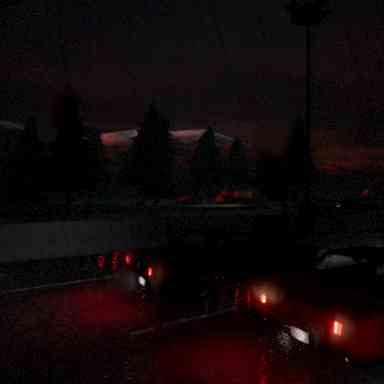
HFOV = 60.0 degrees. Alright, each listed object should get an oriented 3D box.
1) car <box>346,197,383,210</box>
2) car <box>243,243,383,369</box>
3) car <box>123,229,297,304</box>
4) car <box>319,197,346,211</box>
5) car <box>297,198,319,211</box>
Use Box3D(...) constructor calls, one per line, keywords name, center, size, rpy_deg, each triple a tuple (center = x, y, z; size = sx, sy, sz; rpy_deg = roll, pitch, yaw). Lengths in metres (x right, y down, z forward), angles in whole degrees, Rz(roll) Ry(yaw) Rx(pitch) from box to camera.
Box3D(name="car", center=(16.559, 1.055, 29.674), size=(4.674, 1.442, 1.812), rpy_deg=(0, 0, -19))
Box3D(name="car", center=(3.350, 1.584, 5.439), size=(4.718, 1.301, 1.895), rpy_deg=(0, 0, -29))
Box3D(name="car", center=(0.881, 1.567, 8.035), size=(4.718, 1.301, 1.895), rpy_deg=(0, 0, -30))
Box3D(name="car", center=(15.466, 1.254, 33.001), size=(4.553, 1.767, 2.097), rpy_deg=(0, 0, -19))
Box3D(name="car", center=(13.841, 1.360, 36.152), size=(5.008, 1.535, 1.882), rpy_deg=(0, 0, -19))
